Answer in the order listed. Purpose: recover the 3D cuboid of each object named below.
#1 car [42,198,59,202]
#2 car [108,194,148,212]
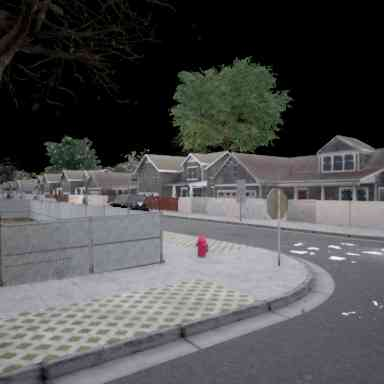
[{"bbox_3d":[-19.766,1.519,46.179,1.882,1.535,5.008,0,0,-36],"label":"car"},{"bbox_3d":[-6.306,1.261,32.429,2.150,2.045,5.566,0,0,-36],"label":"car"}]
